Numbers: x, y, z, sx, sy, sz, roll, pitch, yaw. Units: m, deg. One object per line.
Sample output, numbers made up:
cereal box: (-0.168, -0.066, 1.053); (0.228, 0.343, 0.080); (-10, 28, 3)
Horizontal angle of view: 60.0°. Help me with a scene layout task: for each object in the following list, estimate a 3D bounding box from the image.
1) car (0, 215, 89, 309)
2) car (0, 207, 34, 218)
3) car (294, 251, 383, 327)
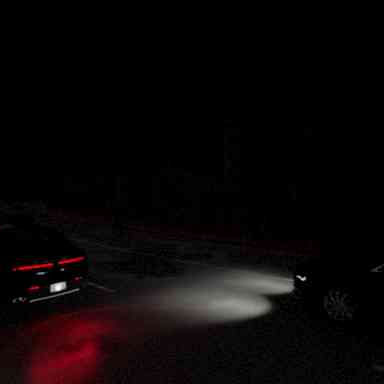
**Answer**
car: (-4.324, 1.519, 7.769); (4.892, 1.490, 1.837); (0, 0, 41)
car: (-10.347, 1.555, 18.811); (1.812, 1.442, 4.674); (0, 0, -41)
car: (4.186, 1.528, 5.432); (4.892, 1.490, 1.837); (0, 0, 36)
